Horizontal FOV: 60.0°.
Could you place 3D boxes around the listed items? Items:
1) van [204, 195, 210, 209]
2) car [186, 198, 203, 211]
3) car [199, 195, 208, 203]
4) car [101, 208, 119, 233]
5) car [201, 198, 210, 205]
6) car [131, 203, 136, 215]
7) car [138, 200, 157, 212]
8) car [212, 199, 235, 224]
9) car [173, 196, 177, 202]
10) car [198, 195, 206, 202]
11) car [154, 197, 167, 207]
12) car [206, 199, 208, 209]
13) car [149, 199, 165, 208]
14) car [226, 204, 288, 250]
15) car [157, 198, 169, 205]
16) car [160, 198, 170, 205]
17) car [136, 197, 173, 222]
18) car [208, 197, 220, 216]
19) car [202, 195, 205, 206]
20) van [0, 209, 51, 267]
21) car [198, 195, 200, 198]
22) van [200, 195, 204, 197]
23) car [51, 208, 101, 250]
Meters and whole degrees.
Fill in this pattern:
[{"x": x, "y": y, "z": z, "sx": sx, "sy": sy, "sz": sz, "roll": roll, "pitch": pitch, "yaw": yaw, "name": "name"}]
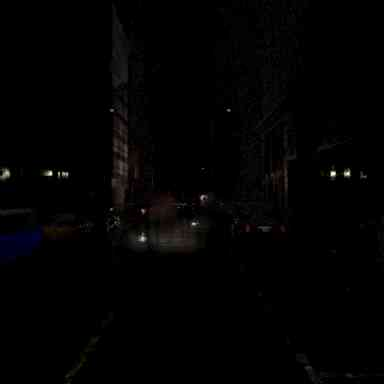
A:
[{"x": 2.857, "y": 1.564, "z": 43.067, "sx": 1.690, "sy": 1.788, "sz": 3.998, "roll": 0, "pitch": 0, "yaw": 0, "name": "van"}, {"x": 0.107, "y": 1.834, "z": 45.032, "sx": 1.895, "sy": 1.301, "sz": 4.718, "roll": 0, "pitch": 0, "yaw": 0, "name": "car"}, {"x": 2.862, "y": 1.749, "z": 82.607, "sx": 2.192, "sy": 1.841, "sz": 5.009, "roll": 0, "pitch": 0, "yaw": 0, "name": "car"}, {"x": -5.670, "y": 1.671, "z": 20.468, "sx": 1.947, "sy": 1.339, "sz": 4.313, "roll": 0, "pitch": 0, "yaw": 0, "name": "car"}, {"x": 2.861, "y": 1.918, "z": 71.309, "sx": 1.887, "sy": 1.381, "sz": 4.507, "roll": 0, "pitch": 0, "yaw": 0, "name": "car"}, {"x": -5.668, "y": 1.759, "z": 37.414, "sx": 1.947, "sy": 1.339, "sz": 4.313, "roll": 0, "pitch": 0, "yaw": 0, "name": "car"}, {"x": -5.667, "y": 1.768, "z": 43.063, "sx": 1.887, "sy": 1.381, "sz": 4.507, "roll": 0, "pitch": 0, "yaw": 0, "name": "car"}, {"x": 2.855, "y": 1.574, "z": 26.121, "sx": 1.967, "sy": 1.590, "sz": 4.097, "roll": 0, "pitch": 0, "yaw": 0, "name": "car"}, {"x": -5.661, "y": 2.007, "z": 88.253, "sx": 1.887, "sy": 1.381, "sz": 4.507, "roll": 0, "pitch": 0, "yaw": 0, "name": "car"}, {"x": 2.863, "y": 1.805, "z": 93.904, "sx": 2.192, "sy": 1.841, "sz": 5.009, "roll": 0, "pitch": 0, "yaw": 0, "name": "car"}, {"x": -5.666, "y": 1.753, "z": 60.010, "sx": 1.967, "sy": 1.590, "sz": 4.097, "roll": 0, "pitch": 0, "yaw": 0, "name": "car"}, {"x": 2.857, "y": 1.738, "z": 37.417, "sx": 1.887, "sy": 1.381, "sz": 4.507, "roll": 0, "pitch": 0, "yaw": 0, "name": "car"}, {"x": -5.666, "y": 1.834, "z": 54.360, "sx": 2.008, "sy": 1.369, "sz": 4.403, "roll": 0, "pitch": 0, "yaw": 0, "name": "car"}, {"x": 2.854, "y": 1.516, "z": 14.825, "sx": 1.967, "sy": 1.590, "sz": 4.097, "roll": 0, "pitch": 0, "yaw": 0, "name": "car"}, {"x": -5.665, "y": 1.894, "z": 65.658, "sx": 2.008, "sy": 1.369, "sz": 4.403, "roll": 0, "pitch": 0, "yaw": 0, "name": "car"}, {"x": -5.664, "y": 1.955, "z": 71.306, "sx": 1.802, "sy": 1.307, "sz": 4.206, "roll": 0, "pitch": 0, "yaw": 0, "name": "car"}, {"x": -3.005, "y": 1.492, "z": 27.587, "sx": 2.097, "sy": 1.767, "sz": 4.553, "roll": 0, "pitch": 0, "yaw": 0, "name": "car"}, {"x": 2.856, "y": 1.604, "z": 31.769, "sx": 1.967, "sy": 1.590, "sz": 4.097, "roll": 0, "pitch": 0, "yaw": 0, "name": "car"}, {"x": 2.858, "y": 1.693, "z": 48.715, "sx": 1.967, "sy": 1.590, "sz": 4.097, "roll": 0, "pitch": 0, "yaw": 0, "name": "car"}, {"x": -5.672, "y": 1.388, "z": 9.172, "sx": 1.690, "sy": 1.788, "sz": 3.998, "roll": 0, "pitch": 0, "yaw": 0, "name": "van"}, {"x": 0.107, "y": 1.830, "z": 62.211, "sx": 1.837, "sy": 1.490, "sz": 4.892, "roll": 0, "pitch": 0, "yaw": 0, "name": "car"}, {"x": 2.859, "y": 1.684, "z": 65.661, "sx": 1.690, "sy": 1.788, "sz": 3.998, "roll": 0, "pitch": 0, "yaw": 0, "name": "van"}, {"x": -5.671, "y": 1.600, "z": 14.649, "sx": 1.752, "sy": 1.417, "sz": 4.829, "roll": 0, "pitch": 0, "yaw": 0, "name": "car"}]
